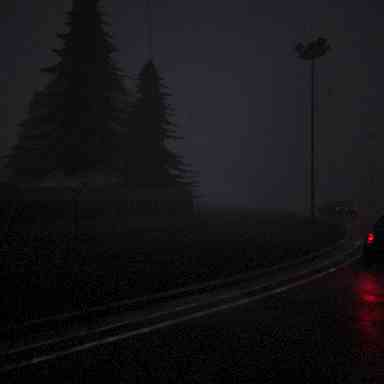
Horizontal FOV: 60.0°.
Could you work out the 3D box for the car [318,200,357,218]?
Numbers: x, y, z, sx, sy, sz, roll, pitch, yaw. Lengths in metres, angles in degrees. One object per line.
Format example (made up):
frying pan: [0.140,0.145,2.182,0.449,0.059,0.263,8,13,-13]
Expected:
car: [14.169,1.572,32.666,2.097,1.767,4.553,0,0,-1]

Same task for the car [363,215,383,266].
car: [7.275,1.432,11.057,2.097,1.767,4.553,0,0,39]

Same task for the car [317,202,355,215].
car: [16.897,1.865,39.312,1.895,1.301,4.718,0,0,-10]
